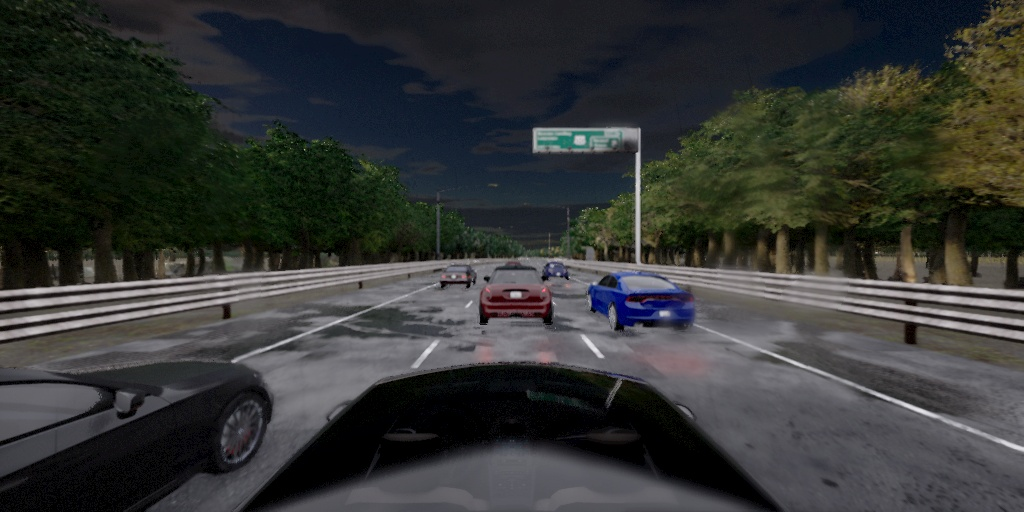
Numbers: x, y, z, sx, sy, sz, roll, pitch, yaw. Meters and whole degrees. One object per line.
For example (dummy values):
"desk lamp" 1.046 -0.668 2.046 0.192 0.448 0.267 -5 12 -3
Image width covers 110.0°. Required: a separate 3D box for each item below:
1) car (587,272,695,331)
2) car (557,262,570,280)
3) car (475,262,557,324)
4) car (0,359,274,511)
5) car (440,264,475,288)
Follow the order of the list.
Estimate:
"car" 3.618 1.206 10.936 1.882 1.535 5.008 0 0 0
"car" 3.618 1.229 30.248 1.812 1.442 4.674 0 0 0
"car" 0.108 1.078 11.939 2.097 1.767 4.553 0 0 0
"car" -3.411 1.275 1.815 1.812 1.442 4.674 0 0 0
"car" -3.386 1.255 23.350 2.033 1.411 5.357 0 0 0
